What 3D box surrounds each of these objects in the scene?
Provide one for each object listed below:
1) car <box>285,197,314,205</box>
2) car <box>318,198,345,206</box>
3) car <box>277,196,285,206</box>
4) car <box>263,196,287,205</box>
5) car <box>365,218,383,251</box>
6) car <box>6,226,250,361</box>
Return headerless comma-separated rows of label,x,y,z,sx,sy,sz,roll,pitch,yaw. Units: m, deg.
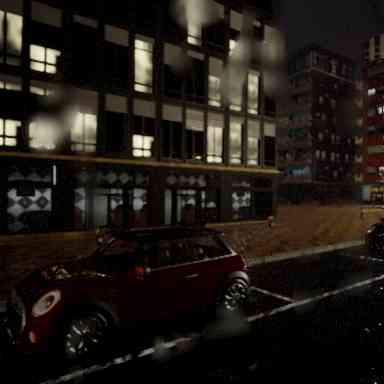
car,18.547,1.533,56.685,1.887,1.381,4.507,0,0,-35
car,21.820,1.540,52.054,1.802,1.307,4.206,0,0,-35
car,11.701,1.458,51.851,2.008,1.369,4.403,0,0,-35
car,15.273,1.459,61.316,1.967,1.590,4.097,0,0,-35
car,8.258,1.367,12.436,4.097,1.590,1.967,0,1,-35
car,-0.951,1.427,5.866,4.097,1.590,1.967,0,1,-35
